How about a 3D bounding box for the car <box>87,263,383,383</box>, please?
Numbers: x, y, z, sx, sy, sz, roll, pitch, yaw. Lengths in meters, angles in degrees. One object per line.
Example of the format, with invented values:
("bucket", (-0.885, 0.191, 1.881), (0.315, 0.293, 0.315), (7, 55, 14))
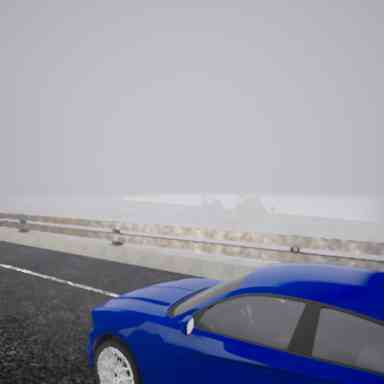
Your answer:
("car", (1.050, 1.477, 3.252), (5.008, 1.535, 1.882), (0, 0, 35))
